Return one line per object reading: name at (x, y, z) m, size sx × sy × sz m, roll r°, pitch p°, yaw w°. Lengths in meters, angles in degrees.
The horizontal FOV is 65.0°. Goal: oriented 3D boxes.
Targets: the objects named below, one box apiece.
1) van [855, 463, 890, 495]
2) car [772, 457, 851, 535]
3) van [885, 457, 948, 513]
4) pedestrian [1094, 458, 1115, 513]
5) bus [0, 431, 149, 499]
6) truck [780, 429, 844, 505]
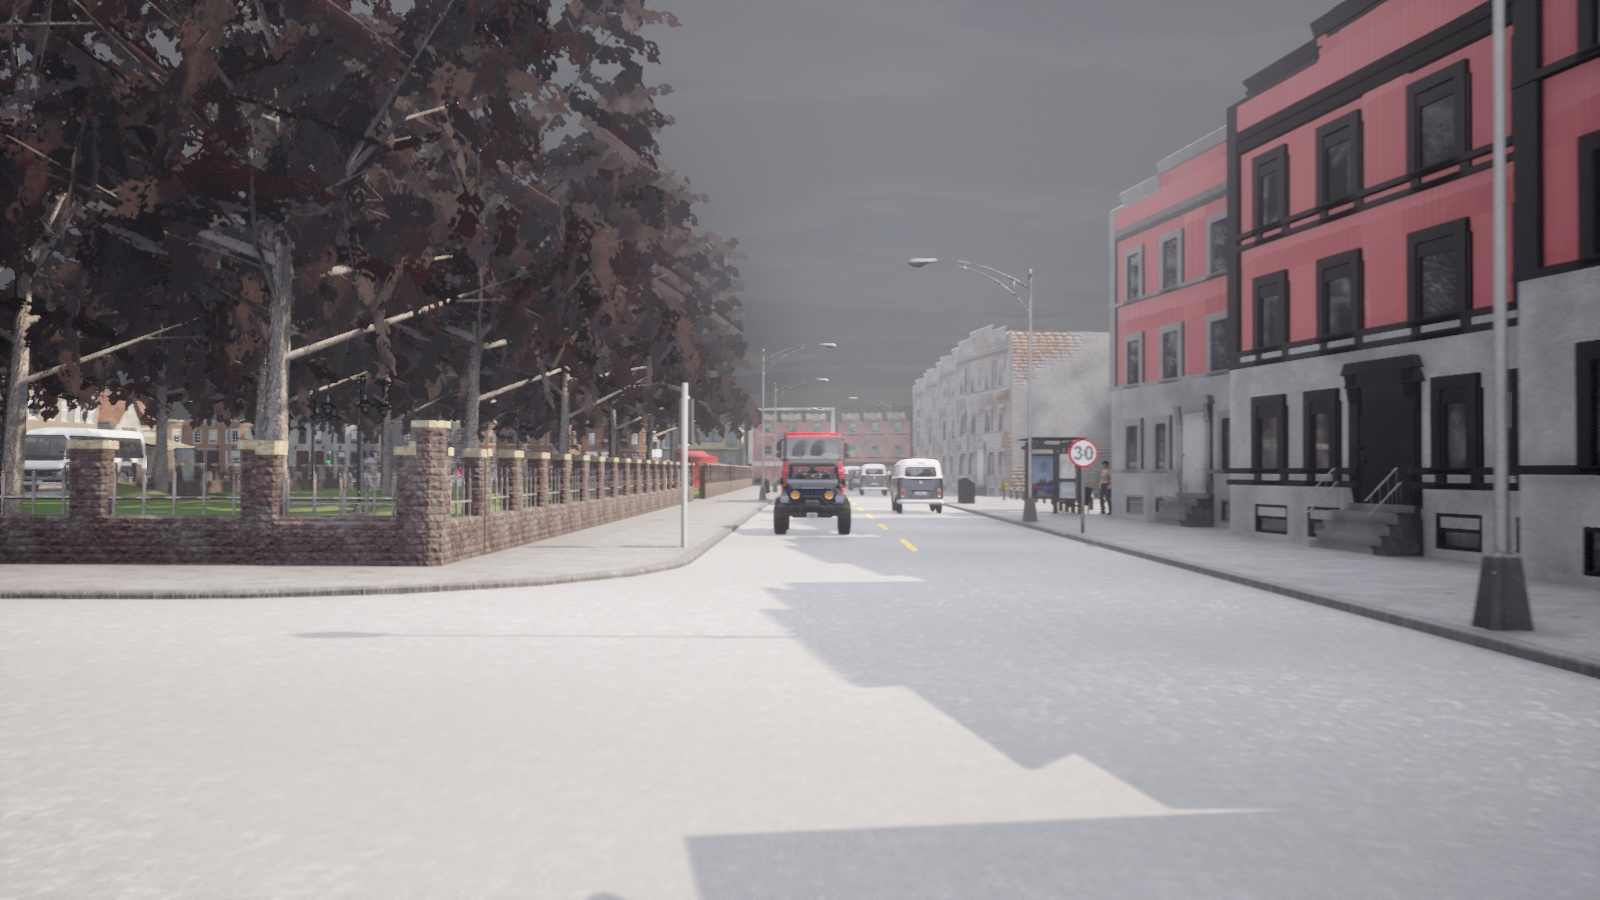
van at (4.768, 1.909, 83.047) m, size 2.069 × 2.038 × 4.480 m, roll 0°, pitch -1°, yaw 0°
car at (0.316, 1.148, 32.214) m, size 1.905 × 1.878 × 3.866 m, roll 0°, pitch -1°, yaw 1°
van at (4.459, 1.333, 48.606) m, size 2.069 × 2.038 × 4.480 m, roll 0°, pitch -1°, yaw 1°
pedestrian at (10.362, 1.196, 42.699) m, size 0.594 × 1.836 × 0.345 m, roll 0°, pitch -1°, yaw -28°
bus at (-48.498, 1.050, 84.413) m, size 3.944 × 4.253 × 10.273 m, roll 0°, pitch -1°, yaw 1°
truck at (0.574, 0.853, 61.087) m, size 2.891 × 3.462 × 7.936 m, roll 0°, pitch -1°, yaw 1°
